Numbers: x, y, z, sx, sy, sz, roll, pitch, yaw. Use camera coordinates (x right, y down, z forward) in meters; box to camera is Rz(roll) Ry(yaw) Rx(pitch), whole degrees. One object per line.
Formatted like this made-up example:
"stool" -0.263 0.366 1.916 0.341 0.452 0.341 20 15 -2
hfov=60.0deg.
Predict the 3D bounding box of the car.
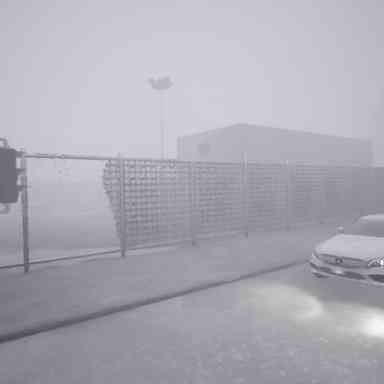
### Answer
"car" 4.863 1.295 8.283 4.674 1.442 1.812 -2 1 -37
